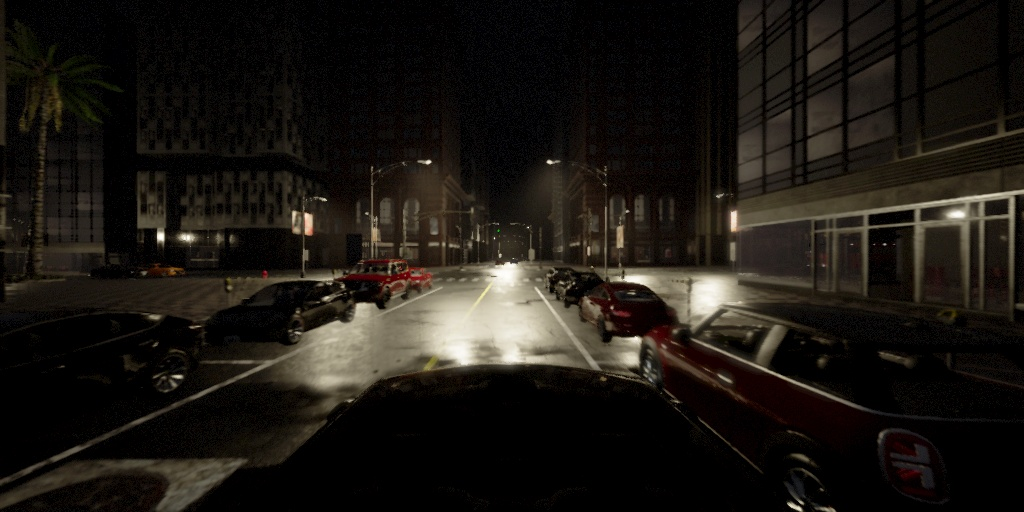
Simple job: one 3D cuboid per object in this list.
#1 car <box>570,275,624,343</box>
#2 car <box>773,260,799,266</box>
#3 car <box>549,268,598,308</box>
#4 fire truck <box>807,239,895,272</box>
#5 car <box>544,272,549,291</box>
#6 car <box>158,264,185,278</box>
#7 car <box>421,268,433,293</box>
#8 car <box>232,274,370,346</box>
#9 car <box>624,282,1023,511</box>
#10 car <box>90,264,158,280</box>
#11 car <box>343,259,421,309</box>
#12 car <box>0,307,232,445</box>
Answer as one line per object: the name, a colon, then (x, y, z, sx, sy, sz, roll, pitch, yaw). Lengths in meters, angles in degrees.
car: (2.859, 1.336, 9.442, 1.802, 1.307, 4.207, 0, 0, 0)
car: (36.051, 1.150, 45.201, 5.357, 1.411, 2.033, 0, 0, 1)
car: (2.859, 1.324, 15.081, 1.948, 1.339, 4.313, 0, 0, 0)
fire truck: (39.654, -0.068, 41.844, 8.468, 3.827, 2.891, 0, 0, 1)
car: (2.860, 1.330, 20.721, 1.948, 1.339, 4.313, 0, 0, 0)
car: (-39.208, 1.607, 39.751, 5.008, 1.535, 1.882, -1, 0, 1)
car: (-5.665, 1.347, 20.724, 1.802, 1.307, 4.207, 0, 0, 0)
car: (-5.667, 1.320, 9.447, 1.948, 1.339, 4.313, 0, 0, 0)
car: (2.859, 1.190, 3.803, 1.967, 1.591, 4.097, 0, 0, 0)
car: (-39.813, 1.637, 36.501, 4.902, 1.511, 2.128, -1, 0, 1)
car: (-5.666, 1.073, 15.085, 2.192, 1.841, 5.009, 0, 0, 0)
car: (-5.667, 1.317, 3.809, 1.948, 1.339, 4.313, 0, 0, 0)
